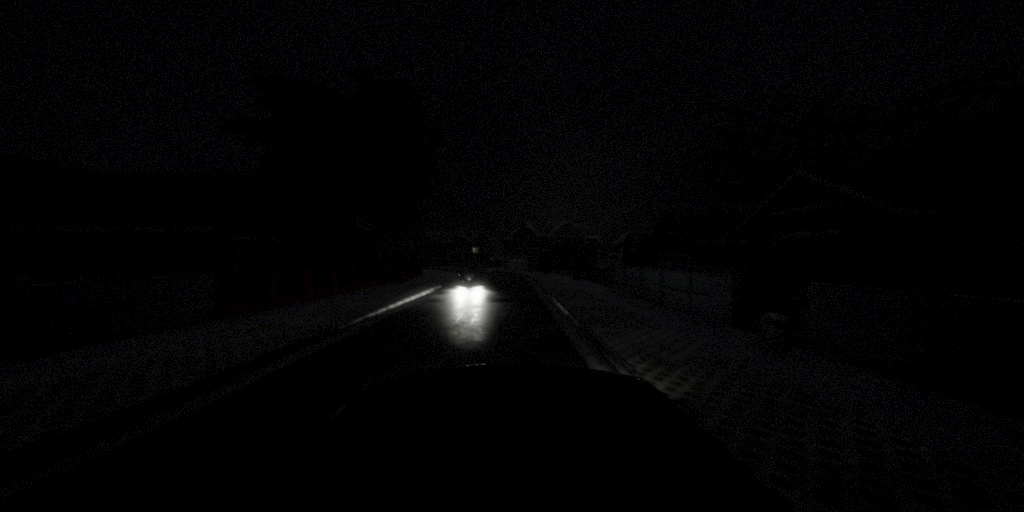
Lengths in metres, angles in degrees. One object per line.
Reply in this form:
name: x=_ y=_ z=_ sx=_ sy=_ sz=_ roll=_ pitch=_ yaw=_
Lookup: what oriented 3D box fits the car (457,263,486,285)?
car: x=-2.931 y=1.314 z=26.727 sx=2.128 sy=1.511 sz=4.902 roll=0 pitch=0 yaw=-1
